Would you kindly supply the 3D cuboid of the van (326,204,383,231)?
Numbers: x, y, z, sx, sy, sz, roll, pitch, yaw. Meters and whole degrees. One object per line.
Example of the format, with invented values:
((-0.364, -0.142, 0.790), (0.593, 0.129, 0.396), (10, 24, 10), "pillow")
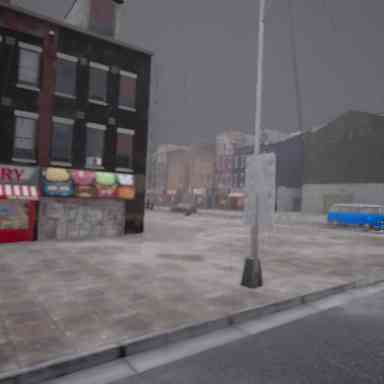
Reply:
((11.697, 1.769, 23.811), (1.690, 1.788, 3.998), (4, -2, -35), "van")

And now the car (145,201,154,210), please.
((-7.330, 2.027, 50.530), (1.947, 1.339, 4.313), (3, -2, -35), "car")

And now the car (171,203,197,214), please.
((-0.991, 2.022, 41.622), (1.802, 1.307, 4.206), (3, -2, -35), "car")
